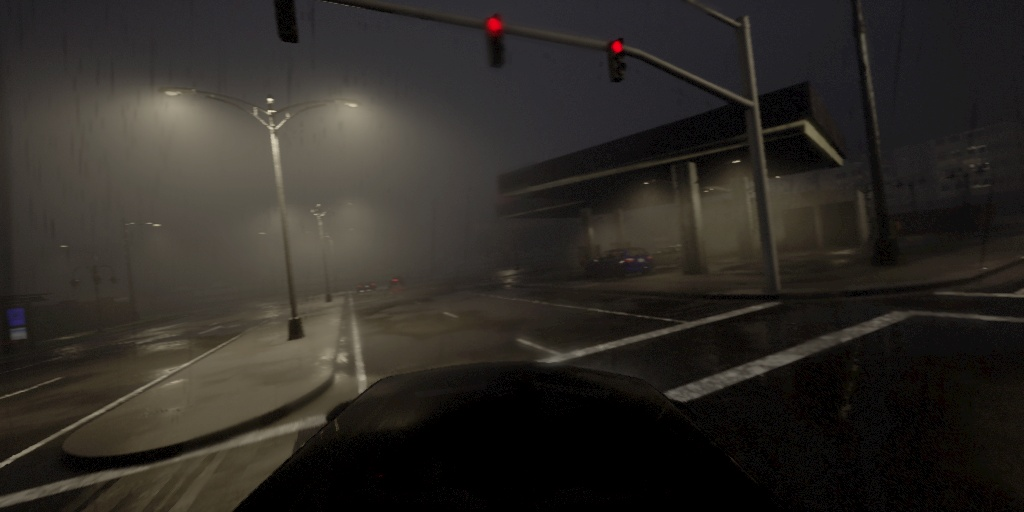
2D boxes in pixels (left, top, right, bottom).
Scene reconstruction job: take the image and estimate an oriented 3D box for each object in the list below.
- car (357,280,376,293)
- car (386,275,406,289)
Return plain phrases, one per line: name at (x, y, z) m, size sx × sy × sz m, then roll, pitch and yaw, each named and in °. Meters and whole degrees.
car at (-17.714, 3.624, 43.530) m, size 1.994 × 1.385 × 4.181 m, roll -7°, pitch 0°, yaw -24°
car at (-14.655, 3.215, 45.309) m, size 1.837 × 1.490 × 4.892 m, roll -7°, pitch -1°, yaw -24°
